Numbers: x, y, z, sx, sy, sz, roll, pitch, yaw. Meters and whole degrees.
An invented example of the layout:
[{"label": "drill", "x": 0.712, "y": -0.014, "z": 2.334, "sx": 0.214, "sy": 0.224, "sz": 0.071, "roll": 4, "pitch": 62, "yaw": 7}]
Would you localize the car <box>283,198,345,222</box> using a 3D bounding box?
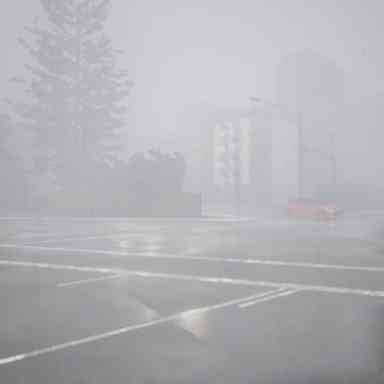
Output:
[{"label": "car", "x": 9.422, "y": 1.256, "z": 25.868, "sx": 2.097, "sy": 1.767, "sz": 4.553, "roll": 0, "pitch": 0, "yaw": -35}]
